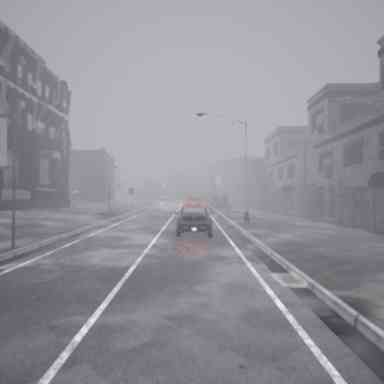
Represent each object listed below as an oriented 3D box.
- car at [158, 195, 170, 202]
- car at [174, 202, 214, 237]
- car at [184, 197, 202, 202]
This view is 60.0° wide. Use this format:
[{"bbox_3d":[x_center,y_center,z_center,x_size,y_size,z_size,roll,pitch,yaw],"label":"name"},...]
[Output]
[{"bbox_3d":[-6.271,1.417,73.573,1.812,1.442,4.674,0,0,-19],"label":"car"},{"bbox_3d":[0.107,1.495,18.098,1.837,1.490,4.892,0,0,0],"label":"car"},{"bbox_3d":[0.114,1.331,38.895,2.097,1.767,4.553,0,0,0],"label":"car"}]
